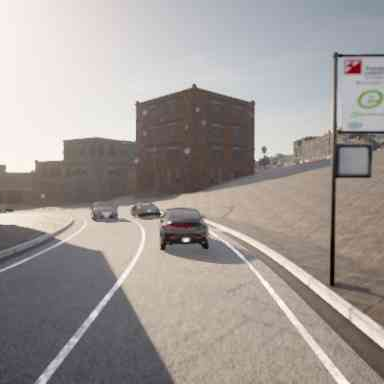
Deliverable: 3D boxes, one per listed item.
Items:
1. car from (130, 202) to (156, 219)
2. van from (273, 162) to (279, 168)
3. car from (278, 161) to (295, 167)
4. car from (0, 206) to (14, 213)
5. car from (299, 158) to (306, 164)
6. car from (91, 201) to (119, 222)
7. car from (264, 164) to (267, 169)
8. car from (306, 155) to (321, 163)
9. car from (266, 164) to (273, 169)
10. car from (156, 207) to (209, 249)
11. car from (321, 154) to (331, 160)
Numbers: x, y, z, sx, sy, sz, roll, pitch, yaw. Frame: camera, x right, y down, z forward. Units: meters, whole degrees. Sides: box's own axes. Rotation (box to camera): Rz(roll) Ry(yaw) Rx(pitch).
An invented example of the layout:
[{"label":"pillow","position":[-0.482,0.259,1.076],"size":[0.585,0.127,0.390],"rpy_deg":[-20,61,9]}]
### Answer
[{"label":"car","position":[-4.285,1.559,29.839],"size":[1.994,1.385,4.181],"rpy_deg":[-1,0,-20]},{"label":"van","position":[20.772,-6.011,76.815],"size":[1.878,1.987,4.442],"rpy_deg":[0,1,-1]},{"label":"car","position":[20.889,-5.650,71.426],"size":[2.231,1.521,4.892],"rpy_deg":[0,1,-1]},{"label":"car","position":[-33.393,3.138,58.518],"size":[4.718,1.301,1.895],"rpy_deg":[-4,0,30]},{"label":"car","position":[21.130,-5.489,60.413],"size":[2.185,1.767,4.553],"rpy_deg":[0,2,-1]},{"label":"car","position":[-6.992,1.506,26.537],"size":[2.128,1.511,4.902],"rpy_deg":[-1,-1,-19]},{"label":"car","position":[20.530,-6.296,87.940],"size":[2.435,2.045,5.566],"rpy_deg":[0,1,-1]},{"label":"car","position":[21.250,-5.339,54.895],"size":[2.185,1.767,4.553],"rpy_deg":[0,2,-1]},{"label":"car","position":[20.650,-5.880,82.462],"size":[2.002,1.452,4.674],"rpy_deg":[0,1,-1]},{"label":"car","position":[-0.463,1.417,14.037],"size":[1.837,1.490,4.892],"rpy_deg":[0,0,-6]},{"label":"car","position":[21.374,-5.015,49.227],"size":[2.002,1.452,4.674],"rpy_deg":[0,2,-1]}]
